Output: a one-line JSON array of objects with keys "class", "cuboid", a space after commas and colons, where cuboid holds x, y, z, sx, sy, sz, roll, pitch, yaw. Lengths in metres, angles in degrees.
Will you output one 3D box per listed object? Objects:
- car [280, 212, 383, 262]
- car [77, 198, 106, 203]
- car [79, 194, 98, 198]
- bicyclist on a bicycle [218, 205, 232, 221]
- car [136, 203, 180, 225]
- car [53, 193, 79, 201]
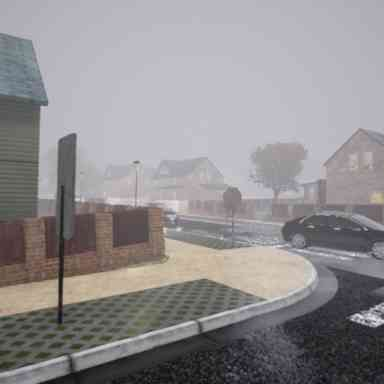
[{"class": "car", "cuboid": [5.734, 1.525, 12.443, 1.837, 1.490, 4.892, 1, -1, -44]}, {"class": "car", "cuboid": [-9.937, 1.607, 34.713, 2.033, 1.411, 5.357, 2, -1, -33]}, {"class": "car", "cuboid": [-13.072, 1.504, 44.619, 2.097, 1.767, 4.553, 2, -1, -33]}, {"class": "bicyclist on a bicycle", "cuboid": [2.681, 1.487, 26.339, 1.656, 1.620, 0.582, 1, -1, -34]}, {"class": "car", "cuboid": [-2.654, 1.522, 23.778, 2.128, 1.511, 4.902, 2, -1, -34]}, {"class": "car", "cuboid": [-18.286, 1.026, 47.417, 2.150, 2.045, 5.566, 2, -1, -34]}]
